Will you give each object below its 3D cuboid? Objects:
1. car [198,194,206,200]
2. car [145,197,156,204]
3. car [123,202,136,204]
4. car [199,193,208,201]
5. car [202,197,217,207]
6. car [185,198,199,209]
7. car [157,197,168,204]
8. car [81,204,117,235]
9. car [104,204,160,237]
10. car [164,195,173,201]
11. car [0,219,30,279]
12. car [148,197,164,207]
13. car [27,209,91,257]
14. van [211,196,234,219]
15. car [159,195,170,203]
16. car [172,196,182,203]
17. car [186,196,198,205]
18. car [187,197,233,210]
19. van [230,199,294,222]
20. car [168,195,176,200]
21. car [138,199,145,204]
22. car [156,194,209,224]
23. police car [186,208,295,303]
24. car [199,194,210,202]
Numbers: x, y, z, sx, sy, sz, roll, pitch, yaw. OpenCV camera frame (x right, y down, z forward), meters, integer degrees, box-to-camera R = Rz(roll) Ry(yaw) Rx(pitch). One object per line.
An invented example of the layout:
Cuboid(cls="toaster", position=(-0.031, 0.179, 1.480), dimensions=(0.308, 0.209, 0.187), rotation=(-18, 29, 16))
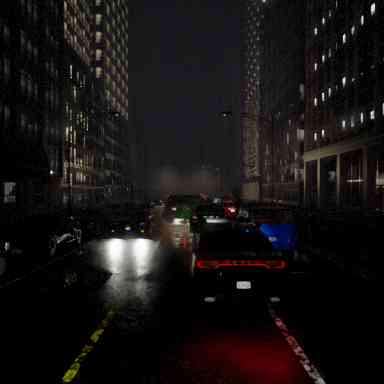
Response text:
Cuboid(cls="car", position=(2.759, 1.414, 92.522), dimensions=(1.967, 1.590, 4.097), rotation=(-1, 0, 0))
Cuboid(cls="car", position=(-5.664, 1.541, 41.376), dimensions=(2.008, 1.369, 4.403), rotation=(-1, 0, 0))
Cuboid(cls="car", position=(-5.679, 1.545, 24.325), dimensions=(2.008, 1.369, 4.403), rotation=(-1, 0, 0))
Cuboid(cls="car", position=(2.748, 1.294, 81.155), dimensions=(2.192, 1.841, 5.009), rotation=(-1, 0, 0))
Cuboid(cls="car", position=(2.726, 1.538, 52.736), dimensions=(2.008, 1.369, 4.403), rotation=(-1, 0, 0))
Cuboid(cls="car", position=(0.055, 1.590, 46.021), dimensions=(1.895, 1.301, 4.718), rotation=(0, 0, 1))
Cuboid(cls="car", position=(-5.645, 1.566, 64.111), dimensions=(1.802, 1.307, 4.206), rotation=(-1, 0, 0))
Cuboid(cls="car", position=(-5.683, 1.540, 18.642), dimensions=(1.887, 1.381, 4.507), rotation=(-1, 0, 0))
Cuboid(cls="car", position=(-3.086, 1.560, 17.956), dimensions=(1.994, 1.385, 4.181), rotation=(0, 0, 0))
Cuboid(cls="car", position=(-5.630, 1.504, 80.992), dimensions=(1.752, 1.417, 4.829), rotation=(-1, 0, 0))
Cuboid(cls="car", position=(-5.693, 1.549, 7.274), dimensions=(2.008, 1.369, 4.403), rotation=(-1, 0, 0))
Cuboid(cls="car", position=(-5.654, 1.538, 52.743), dimensions=(2.008, 1.369, 4.403), rotation=(-1, 0, 0))
Cuboid(cls="car", position=(-5.688, 1.563, 12.958), dimensions=(1.947, 1.339, 4.313), rotation=(-1, 0, 0))
Cuboid(cls="van", position=(2.705, 1.334, 30.002), dimensions=(1.690, 1.788, 3.998), rotation=(-1, 0, 0))
Cuboid(cls="car", position=(-5.641, 1.422, 69.794), dimensions=(1.967, 1.590, 4.097), rotation=(-1, 0, 0))
Cuboid(cls="car", position=(-2.943, 1.509, 67.506), dimensions=(1.812, 1.442, 4.674), rotation=(0, 0, 0))
Cuboid(cls="car", position=(0.049, 1.477, 59.310), dimensions=(2.128, 1.511, 4.902), rotation=(0, 0, 0))
Cuboid(cls="car", position=(0.913, 1.347, 18.269), dimensions=(2.097, 1.767, 4.553), rotation=(0, 0, 0))
Cuboid(cls="van", position=(2.691, 1.338, 12.951), dimensions=(1.690, 1.788, 3.998), rotation=(-1, 0, 0))
Cuboid(cls="car", position=(-5.621, 1.540, 92.529), dimensions=(1.947, 1.339, 4.313), rotation=(-1, 0, 0))
Cuboid(cls="car", position=(-5.673, 1.575, 30.009), dimensions=(1.802, 1.307, 4.206), rotation=(-1, 0, 0))
Cuboid(cls="car", position=(-0.123, 1.214, 24.684), dimensions=(2.150, 2.045, 5.566), rotation=(-1, 0, 24))
Cuboid(cls="police car", position=(0.906, 1.423, 8.409), dimensions=(1.930, 1.638, 5.238), rotation=(0, 0, 0))
Cuboid(cls="car", position=(2.743, 1.296, 75.471), dimensions=(2.192, 1.841, 5.009), rotation=(-1, 0, 0))
